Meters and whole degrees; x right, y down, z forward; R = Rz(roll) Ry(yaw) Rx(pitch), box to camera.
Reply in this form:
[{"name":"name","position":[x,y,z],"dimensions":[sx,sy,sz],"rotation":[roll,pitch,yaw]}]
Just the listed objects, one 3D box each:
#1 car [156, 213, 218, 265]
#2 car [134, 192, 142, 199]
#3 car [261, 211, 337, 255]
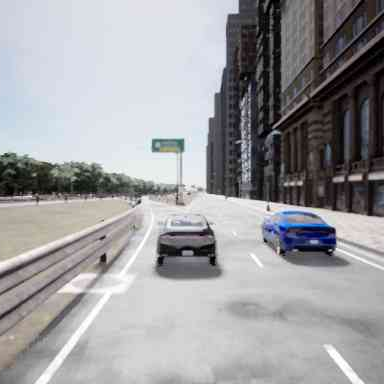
[{"name":"car","position":[-0.225,1.495,11.707],"dimensions":[2.128,1.511,4.902],"rotation":[0,0,-3]},{"name":"car","position":[-13.905,1.037,84.015],"dimensions":[2.150,2.045,5.566],"rotation":[0,0,-14]},{"name":"car","position":[4.048,1.483,13.329],"dimensions":[1.882,1.535,5.008],"rotation":[0,0,1]}]
